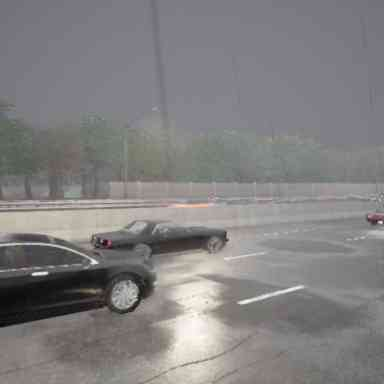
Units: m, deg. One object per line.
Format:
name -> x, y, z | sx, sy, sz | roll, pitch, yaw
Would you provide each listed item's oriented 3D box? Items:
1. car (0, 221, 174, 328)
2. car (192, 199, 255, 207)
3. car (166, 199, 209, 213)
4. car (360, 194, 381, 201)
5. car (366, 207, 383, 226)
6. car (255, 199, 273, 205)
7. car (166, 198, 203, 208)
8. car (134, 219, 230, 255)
car -> -2.942, 1.503, 5.945 | 4.892, 1.490, 1.837 | 0, 0, -35
car -> 2.635, 1.515, 27.328 | 4.674, 1.442, 1.812 | 0, 0, -35
car -> -0.440, 1.512, 38.005 | 4.674, 1.442, 1.812 | 0, 0, -35
car -> 32.875, 1.205, 61.234 | 4.892, 1.490, 1.837 | -1, 1, -35
car -> 13.548, 1.590, 21.939 | 4.718, 1.301, 1.895 | 0, 0, -35
car -> 7.779, 1.548, 39.512 | 4.181, 1.385, 1.994 | 0, 0, -35
car -> -0.256, 1.341, 29.562 | 4.553, 1.767, 2.097 | 0, 0, -35
car -> -0.938, 1.597, 11.672 | 4.718, 1.301, 1.895 | 0, 0, -35
